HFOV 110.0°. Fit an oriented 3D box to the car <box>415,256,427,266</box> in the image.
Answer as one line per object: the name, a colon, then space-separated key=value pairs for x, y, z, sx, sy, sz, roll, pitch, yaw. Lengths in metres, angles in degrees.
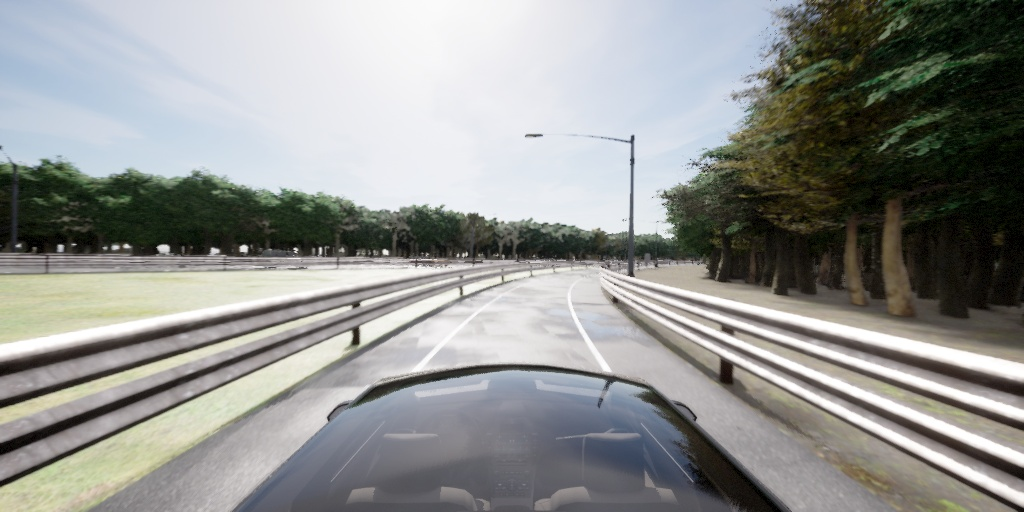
car: x=-13.402 y=0.992 z=61.247 sx=1.882 sy=1.535 sz=5.008 roll=1 pitch=0 yaw=43

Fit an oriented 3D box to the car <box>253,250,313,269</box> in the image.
car: x=-26.556 y=0.393 z=42.155 sx=2.150 sy=2.045 sz=5.566 roll=1 pitch=0 yaw=43

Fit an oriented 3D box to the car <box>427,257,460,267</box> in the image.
car: x=-10.818 y=1.014 z=58.886 sx=1.882 sy=1.535 sz=5.008 roll=1 pitch=0 yaw=43

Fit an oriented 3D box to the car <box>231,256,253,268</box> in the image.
car: x=-30.499 y=0.671 z=43.074 sx=2.033 sy=1.411 sz=5.357 roll=1 pitch=0 yaw=43

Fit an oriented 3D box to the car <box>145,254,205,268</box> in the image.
car: x=-37.835 y=0.476 z=40.380 sx=2.128 sy=1.511 sz=4.902 roll=2 pitch=1 yaw=43
